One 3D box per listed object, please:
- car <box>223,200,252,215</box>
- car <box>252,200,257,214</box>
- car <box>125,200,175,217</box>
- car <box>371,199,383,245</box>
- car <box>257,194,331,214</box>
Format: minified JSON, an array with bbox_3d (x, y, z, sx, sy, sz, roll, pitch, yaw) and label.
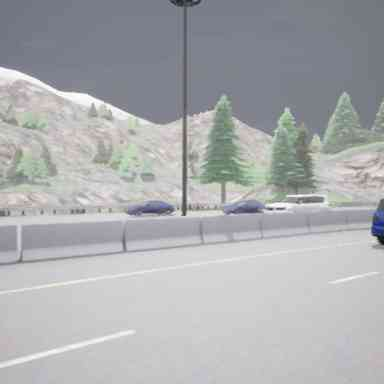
[{"bbox_3d":[5.103,1.487,31.374,4.674,1.442,1.812,0,0,-28],"label":"car"},{"bbox_3d":[7.940,1.477,28.907,4.892,1.490,1.837,0,0,-27],"label":"car"},{"bbox_3d":[-3.807,1.468,30.432,4.674,1.442,1.812,0,0,-30],"label":"car"},{"bbox_3d":[9.914,1.223,13.877,5.566,2.045,2.150,0,0,-29],"label":"car"},{"bbox_3d":[7.937,1.200,24.981,5.566,2.045,2.150,0,0,-28],"label":"car"}]
